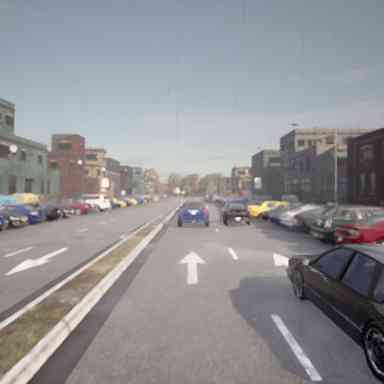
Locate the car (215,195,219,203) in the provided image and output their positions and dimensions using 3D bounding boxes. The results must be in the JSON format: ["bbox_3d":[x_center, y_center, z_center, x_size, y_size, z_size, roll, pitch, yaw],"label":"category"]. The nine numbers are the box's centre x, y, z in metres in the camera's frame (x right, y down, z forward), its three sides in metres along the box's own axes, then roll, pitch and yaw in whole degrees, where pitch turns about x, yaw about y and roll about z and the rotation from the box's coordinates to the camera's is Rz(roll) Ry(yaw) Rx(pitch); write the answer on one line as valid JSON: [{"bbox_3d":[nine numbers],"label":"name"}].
[{"bbox_3d":[7.552,1.521,61.252,5.566,2.045,2.435,0,0,0],"label":"car"}]

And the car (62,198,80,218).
[{"bbox_3d":[-12.728,1.552,28.774,4.892,1.521,2.231,0,0,0],"label":"car"}]

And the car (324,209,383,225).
[{"bbox_3d":[7.635,1.491,11.616,5.008,1.535,2.097,0,0,0],"label":"car"}]

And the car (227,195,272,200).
[{"bbox_3d":[7.590,1.368,41.950,5.566,2.045,2.435,0,0,0],"label":"car"}]

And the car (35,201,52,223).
[{"bbox_3d":[-12.729,1.570,23.215,4.674,1.452,2.002,0,0,0],"label":"car"}]

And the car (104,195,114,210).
[{"bbox_3d":[-12.728,1.355,40.014,5.566,2.045,2.435,0,0,0],"label":"car"}]

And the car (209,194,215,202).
[{"bbox_3d":[7.570,1.655,80.555,5.566,2.045,2.435,0,0,0],"label":"car"}]

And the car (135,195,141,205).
[{"bbox_3d":[-12.673,1.753,62.239,5.008,1.535,2.097,0,0,0],"label":"car"}]

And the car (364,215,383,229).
[{"bbox_3d":[7.611,1.517,8.860,4.792,1.488,2.163,0,0,0],"label":"car"}]

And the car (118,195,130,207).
[{"bbox_3d":[-12.864,1.674,51.131,5.366,1.575,1.946,0,0,0],"label":"car"}]

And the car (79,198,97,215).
[{"bbox_3d":[-12.708,1.617,34.330,4.674,1.452,2.002,0,0,0],"label":"car"}]

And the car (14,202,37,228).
[{"bbox_3d":[-12.743,1.521,20.561,4.892,1.521,2.231,0,0,0],"label":"car"}]

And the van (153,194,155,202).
[{"bbox_3d":[-12.814,1.683,87.256,4.442,1.987,1.878,0,0,0],"label":"van"}]

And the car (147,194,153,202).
[{"bbox_3d":[-12.685,1.877,81.696,4.892,1.521,2.231,0,0,0],"label":"car"}]

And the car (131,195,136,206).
[{"bbox_3d":[-12.673,1.714,56.564,5.008,1.535,2.097,0,0,0],"label":"car"}]

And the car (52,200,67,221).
[{"bbox_3d":[-12.756,1.569,25.994,4.792,1.488,2.163,0,0,0],"label":"car"}]

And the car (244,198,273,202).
[{"bbox_3d":[7.455,1.540,28.158,5.366,1.575,1.946,0,0,0],"label":"car"}]

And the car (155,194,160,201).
[{"bbox_3d":[-12.519,1.937,92.814,5.366,1.575,1.946,0,0,0],"label":"car"}]

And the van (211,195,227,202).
[{"bbox_3d":[7.404,1.739,91.587,4.442,1.987,1.878,0,0,0],"label":"van"}]

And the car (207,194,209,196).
[{"bbox_3d":[7.554,1.700,88.830,5.566,2.045,2.435,0,0,0],"label":"car"}]

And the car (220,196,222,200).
[{"bbox_3d":[7.588,1.768,55.864,4.674,1.452,2.002,0,0,0],"label":"car"}]

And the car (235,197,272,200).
[{"bbox_3d":[7.814,1.582,36.436,5.366,1.575,1.946,0,0,0],"label":"car"}]

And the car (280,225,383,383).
[{"bbox_3d":[3.101,1.551,5.300,2.033,1.411,5.357,0,0,0],"label":"car"}]

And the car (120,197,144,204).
[{"bbox_3d":[-12.648,1.837,70.578,4.792,1.488,2.163,0,0,0],"label":"car"}]

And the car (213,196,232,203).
[{"bbox_3d":[7.568,1.796,83.190,4.553,1.767,2.185,0,0,0],"label":"car"}]

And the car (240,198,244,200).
[{"bbox_3d":[7.663,1.600,33.678,4.792,1.488,2.163,0,0,0],"label":"car"}]

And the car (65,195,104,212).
[{"bbox_3d":[-12.737,1.466,37.201,4.553,1.767,2.185,0,0,0],"label":"car"}]

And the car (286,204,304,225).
[{"bbox_3d":[7.670,1.533,17.130,4.792,1.488,2.163,0,0,0],"label":"car"}]

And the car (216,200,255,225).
[{"bbox_3d":[3.099,1.553,24.714,1.837,1.490,4.892,0,0,0],"label":"car"}]

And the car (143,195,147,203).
[{"bbox_3d":[-12.646,1.539,67.799,5.566,2.045,2.435,0,0,0],"label":"car"}]

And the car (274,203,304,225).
[{"bbox_3d":[7.638,1.552,19.924,4.674,1.452,2.002,0,0,0],"label":"car"}]

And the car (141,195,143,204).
[{"bbox_3d":[-12.665,1.773,65.019,4.892,1.521,2.231,0,0,0],"label":"car"}]

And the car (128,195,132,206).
[{"bbox_3d":[-12.702,1.726,53.908,4.792,1.488,2.163,0,0,0],"label":"car"}]

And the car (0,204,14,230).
[{"bbox_3d":[-12.737,1.511,17.782,5.008,1.535,2.097,0,0,0],"label":"car"}]

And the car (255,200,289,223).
[{"bbox_3d":[7.611,1.561,25.401,4.792,1.488,2.163,0,0,0],"label":"car"}]

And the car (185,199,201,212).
[{"bbox_3d":[0.077,1.617,41.834,1.882,1.535,5.008,0,0,0],"label":"car"}]

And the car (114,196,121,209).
[{"bbox_3d":[-12.660,1.669,45.573,4.792,1.488,2.163,0,0,0],"label":"car"}]

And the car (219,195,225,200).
[{"bbox_3d":[7.554,1.624,58.493,4.553,1.767,2.185,0,0,0],"label":"car"}]

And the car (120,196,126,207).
[{"bbox_3d":[-12.654,1.688,48.351,4.792,1.488,2.163,0,0,0],"label":"car"}]

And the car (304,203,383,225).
[{"bbox_3d":[7.609,1.372,14.373,4.553,1.767,2.185,0,0,0],"label":"car"}]

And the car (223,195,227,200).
[{"bbox_3d":[7.596,1.681,50.220,5.008,1.535,2.097,0,0,0],"label":"car"}]

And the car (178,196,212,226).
[{"bbox_3d":[0.100,1.396,23.679,2.097,1.767,4.553,0,0,0],"label":"car"}]
